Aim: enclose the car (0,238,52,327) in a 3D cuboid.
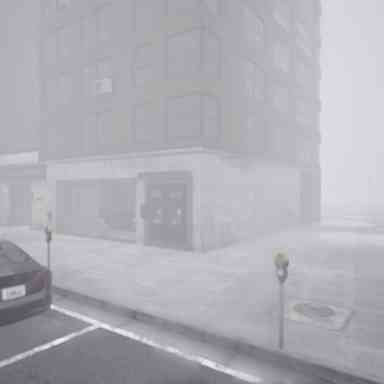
[{"bbox_3d":[-4.348,1.524,6.187,4.313,1.339,1.947,0,0,36],"label":"car"}]
